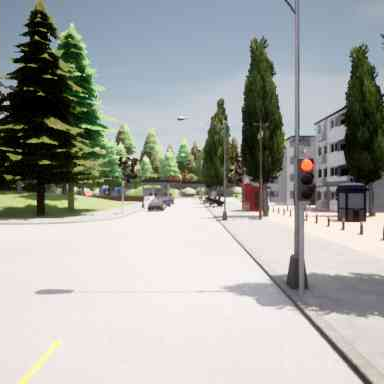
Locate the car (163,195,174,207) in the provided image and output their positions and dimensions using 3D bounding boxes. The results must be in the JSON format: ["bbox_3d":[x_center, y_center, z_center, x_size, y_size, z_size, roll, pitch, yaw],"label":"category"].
[{"bbox_3d":[-4.174,1.555,50.061,1.994,1.385,4.181,0,0,0],"label":"car"}]

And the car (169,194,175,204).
[{"bbox_3d":[-4.146,1.495,60.053,1.837,1.490,4.892,0,0,0],"label":"car"}]

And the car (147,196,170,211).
[{"bbox_3d":[-4.171,1.541,40.123,2.033,1.411,5.357,0,0,0],"label":"car"}]
